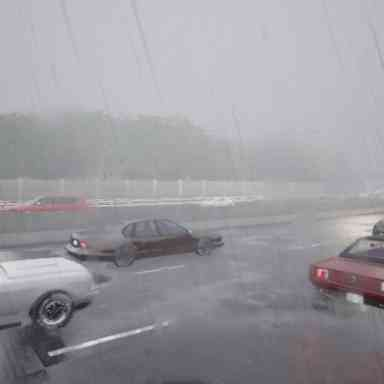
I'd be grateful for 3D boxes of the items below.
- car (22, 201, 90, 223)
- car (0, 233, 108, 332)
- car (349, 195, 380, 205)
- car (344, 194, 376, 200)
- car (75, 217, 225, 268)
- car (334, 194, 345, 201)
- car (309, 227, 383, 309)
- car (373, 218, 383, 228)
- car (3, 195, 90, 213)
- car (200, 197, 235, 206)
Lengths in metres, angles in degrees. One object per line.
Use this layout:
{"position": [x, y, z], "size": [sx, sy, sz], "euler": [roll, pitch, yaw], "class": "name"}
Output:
{"position": [-10.747, 1.531, 26.406], "size": [4.674, 1.442, 1.812], "euler": [0, 0, -35], "class": "car"}
{"position": [-3.978, 1.599, 5.206], "size": [4.718, 1.301, 1.895], "euler": [0, 0, -35], "class": "car"}
{"position": [24.315, 1.102, 46.779], "size": [4.718, 1.301, 1.895], "euler": [-1, 1, -34], "class": "car"}
{"position": [20.709, 1.188, 40.013], "size": [4.181, 1.385, 1.994], "euler": [-1, 1, -35], "class": "car"}
{"position": [-1.410, 1.553, 11.329], "size": [5.357, 1.411, 2.033], "euler": [0, 0, -35], "class": "car"}
{"position": [23.304, 1.043, 50.333], "size": [4.181, 1.385, 1.994], "euler": [-1, 1, -34], "class": "car"}
{"position": [4.724, 1.608, 7.225], "size": [4.718, 1.301, 1.895], "euler": [0, 0, -35], "class": "car"}
{"position": [10.083, 1.525, 15.187], "size": [4.181, 1.385, 1.994], "euler": [-1, 0, -35], "class": "car"}
{"position": [-9.834, 1.227, 22.763], "size": [5.566, 2.045, 2.150], "euler": [0, 0, -35], "class": "car"}
{"position": [3.119, 1.388, 40.480], "size": [4.674, 1.442, 1.812], "euler": [-1, 1, -35], "class": "car"}
